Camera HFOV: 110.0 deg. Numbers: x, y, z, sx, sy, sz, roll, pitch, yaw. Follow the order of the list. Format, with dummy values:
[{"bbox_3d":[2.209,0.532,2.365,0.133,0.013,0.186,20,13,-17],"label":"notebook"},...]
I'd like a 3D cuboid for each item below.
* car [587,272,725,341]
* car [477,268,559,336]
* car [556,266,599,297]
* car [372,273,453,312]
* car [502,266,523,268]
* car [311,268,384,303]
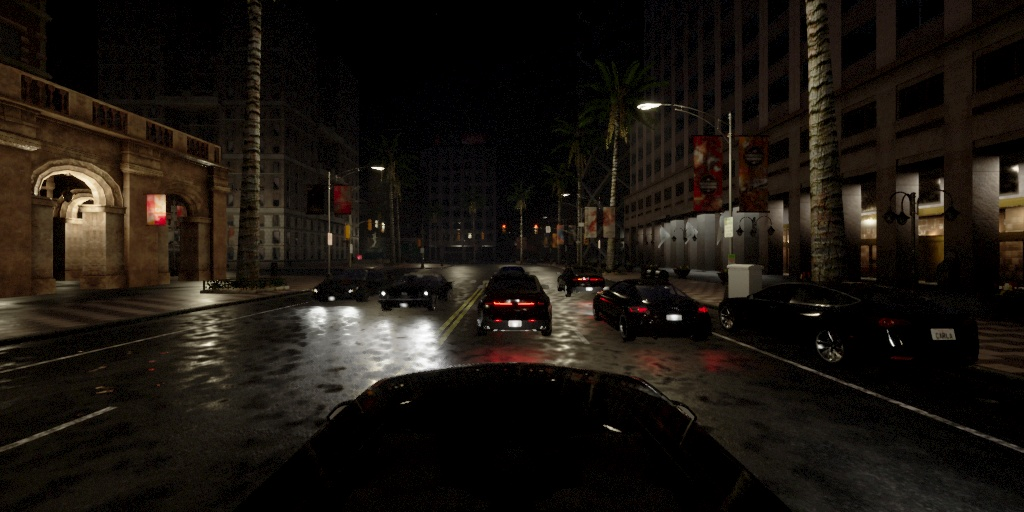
[{"bbox_3d":[3.553,1.314,9.840,1.994,1.385,4.181,0,0,0],"label":"car"},{"bbox_3d":[0.047,1.254,10.387,1.837,1.490,4.892,0,0,-1],"label":"car"},{"bbox_3d":[3.506,1.255,18.750,1.837,1.490,4.892,0,0,0],"label":"car"},{"bbox_3d":[-3.632,1.351,14.295,1.895,1.301,4.718,0,0,0],"label":"car"},{"bbox_3d":[0.003,1.276,19.334,1.812,1.442,4.674,0,0,-2],"label":"car"},{"bbox_3d":[-7.122,1.297,16.841,2.033,1.411,5.357,0,0,0],"label":"car"}]
